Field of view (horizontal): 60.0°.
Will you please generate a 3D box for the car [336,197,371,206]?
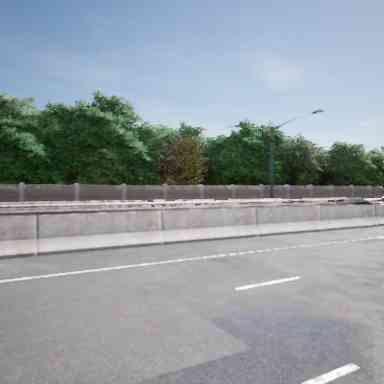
[{"bbox_3d":[19.563,1.432,40.323,5.008,1.535,1.882,0,0,-29],"label":"car"}]
